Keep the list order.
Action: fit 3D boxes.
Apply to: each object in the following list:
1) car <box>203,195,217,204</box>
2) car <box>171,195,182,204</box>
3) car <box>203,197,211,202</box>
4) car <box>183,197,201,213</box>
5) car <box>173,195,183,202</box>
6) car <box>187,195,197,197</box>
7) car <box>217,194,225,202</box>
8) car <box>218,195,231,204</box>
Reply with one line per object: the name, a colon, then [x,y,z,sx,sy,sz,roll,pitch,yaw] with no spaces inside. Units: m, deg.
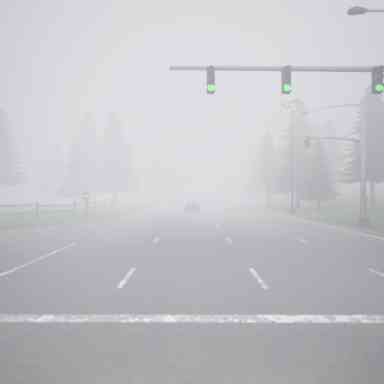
car: [3.574,1.813,70.203,2.128,1.511,4.902,0,0,0]
car: [-3.426,1.827,70.211,2.033,1.411,5.357,0,0,0]
car: [3.585,1.768,80.654,1.895,1.301,4.718,0,0,0]
car: [0.041,1.693,39.594,1.812,1.442,4.674,0,0,0]
car: [-3.415,1.527,80.602,2.097,1.767,4.553,0,0,0]
car: [0.074,1.843,70.624,1.994,1.385,4.181,0,0,0]
car: [7.085,1.398,80.651,2.150,2.045,5.566,0,0,0]
car: [7.074,1.815,70.616,1.812,1.442,4.674,0,0,0]
